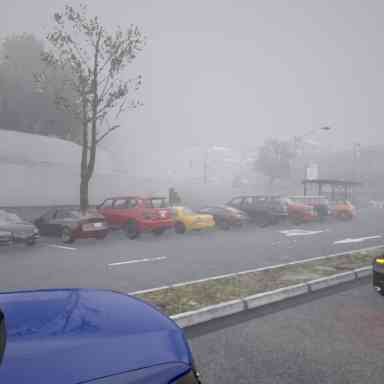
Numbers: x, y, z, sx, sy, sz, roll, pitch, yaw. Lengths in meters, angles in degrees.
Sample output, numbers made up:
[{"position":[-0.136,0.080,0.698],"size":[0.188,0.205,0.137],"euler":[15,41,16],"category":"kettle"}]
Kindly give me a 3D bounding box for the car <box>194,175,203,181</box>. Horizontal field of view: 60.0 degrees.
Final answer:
[{"position":[3.755,-3.698,88.444],"size":[2.435,2.045,5.566],"euler":[7,3,34],"category":"car"}]

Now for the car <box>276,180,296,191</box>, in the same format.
[{"position":[19.304,-0.992,66.296],"size":[2.231,1.521,4.892],"euler":[7,3,35],"category":"car"}]

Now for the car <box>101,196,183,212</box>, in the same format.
[{"position":[-3.597,1.248,17.653],"size":[5.566,2.045,2.435],"euler":[-1,-1,35],"category":"car"}]

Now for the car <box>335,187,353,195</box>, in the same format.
[{"position":[26.186,0.137,56.425],"size":[2.002,1.452,4.674],"euler":[7,3,35],"category":"car"}]

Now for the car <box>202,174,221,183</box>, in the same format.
[{"position":[5.602,-3.175,86.181],"size":[1.946,1.575,5.366],"euler":[7,3,34],"category":"car"}]

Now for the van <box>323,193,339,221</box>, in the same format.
[{"position":[8.826,1.297,26.216],"size":[4.442,1.987,1.878],"euler":[-1,-1,35],"category":"van"}]

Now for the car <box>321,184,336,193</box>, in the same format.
[{"position":[24.500,-0.425,58.900],"size":[2.435,2.045,5.566],"euler":[7,3,35],"category":"car"}]

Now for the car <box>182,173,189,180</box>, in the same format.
[{"position":[0.241,-4.085,93.387],"size":[2.185,1.767,4.553],"euler":[4,1,34],"category":"car"}]

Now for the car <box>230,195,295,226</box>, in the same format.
[{"position":[3.767,1.263,22.851],"size":[5.566,2.045,2.435],"euler":[-1,-1,35],"category":"car"}]

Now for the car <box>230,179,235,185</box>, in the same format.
[{"position":[10.692,-2.317,78.661],"size":[2.002,1.452,4.674],"euler":[7,3,35],"category":"car"}]

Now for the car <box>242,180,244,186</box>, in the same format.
[{"position":[12.429,-2.043,76.195],"size":[2.002,1.452,4.674],"euler":[7,4,35],"category":"car"}]

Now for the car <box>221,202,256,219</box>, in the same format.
[{"position":[1.336,1.549,21.098],"size":[4.674,1.452,2.002],"euler":[-1,-1,35],"category":"car"}]

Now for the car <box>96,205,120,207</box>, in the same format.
[{"position":[-6.045,1.524,15.913],"size":[4.792,1.488,2.163],"euler":[-1,-1,35],"category":"car"}]

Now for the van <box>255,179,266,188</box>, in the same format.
[{"position":[15.825,-1.763,71.137],"size":[1.878,1.987,4.442],"euler":[7,4,35],"category":"van"}]

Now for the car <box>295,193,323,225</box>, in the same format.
[{"position":[6.284,1.267,24.551],"size":[5.566,2.045,2.435],"euler":[-1,-1,35],"category":"car"}]

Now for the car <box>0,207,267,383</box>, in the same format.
[{"position":[-2.431,1.221,1.402],"size":[5.566,2.045,2.150],"euler":[0,0,-35],"category":"car"}]

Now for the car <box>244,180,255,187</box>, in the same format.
[{"position":[14.256,-1.811,73.871],"size":[1.946,1.575,5.366],"euler":[7,3,35],"category":"car"}]

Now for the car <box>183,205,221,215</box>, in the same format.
[{"position":[-1.273,1.503,19.476],"size":[5.366,1.575,1.946],"euler":[-1,-1,35],"category":"car"}]

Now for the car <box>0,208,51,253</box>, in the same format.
[{"position":[-8.468,1.493,14.171],"size":[4.892,1.521,2.231],"euler":[-1,-1,35],"category":"car"}]

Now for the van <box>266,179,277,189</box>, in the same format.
[{"position":[17.549,-1.490,68.662],"size":[1.878,1.987,4.442],"euler":[7,4,35],"category":"van"}]

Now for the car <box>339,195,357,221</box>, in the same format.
[{"position":[11.239,1.404,27.961],"size":[4.553,1.767,2.185],"euler":[-1,-1,35],"category":"car"}]

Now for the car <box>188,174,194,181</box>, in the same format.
[{"position":[1.966,-3.850,90.914],"size":[2.185,1.767,4.553],"euler":[6,3,34],"category":"car"}]

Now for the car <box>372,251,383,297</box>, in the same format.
[{"position":[5.821,1.515,7.256],"size":[4.892,1.490,1.837],"euler":[0,0,-35],"category":"car"}]
